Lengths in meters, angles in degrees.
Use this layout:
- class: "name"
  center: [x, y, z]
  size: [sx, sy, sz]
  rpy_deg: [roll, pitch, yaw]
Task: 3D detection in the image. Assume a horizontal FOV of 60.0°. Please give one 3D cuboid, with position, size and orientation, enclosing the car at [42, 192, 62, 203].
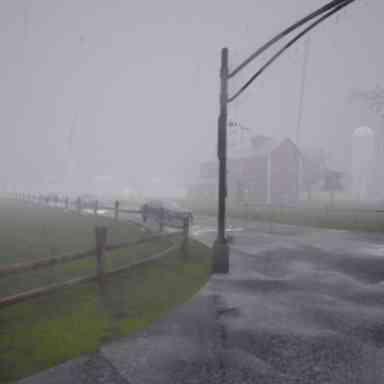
- class: "car"
  center: [-21.641, 0.771, 51.463]
  size: [2.097, 1.767, 4.553]
  rpy_deg: [2, 0, -35]

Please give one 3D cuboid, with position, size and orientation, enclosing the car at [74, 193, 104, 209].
- class: "car"
  center: [-11.406, 0.932, 36.870]
  size: [2.097, 1.767, 4.553]
  rpy_deg: [2, 0, -35]

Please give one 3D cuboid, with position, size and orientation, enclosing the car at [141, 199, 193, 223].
- class: "car"
  center: [-1.849, 1.273, 23.379]
  size: [1.882, 1.535, 5.008]
  rpy_deg: [2, 0, -35]
